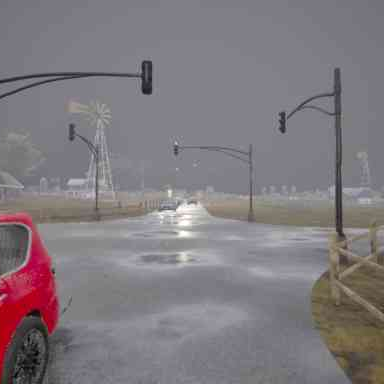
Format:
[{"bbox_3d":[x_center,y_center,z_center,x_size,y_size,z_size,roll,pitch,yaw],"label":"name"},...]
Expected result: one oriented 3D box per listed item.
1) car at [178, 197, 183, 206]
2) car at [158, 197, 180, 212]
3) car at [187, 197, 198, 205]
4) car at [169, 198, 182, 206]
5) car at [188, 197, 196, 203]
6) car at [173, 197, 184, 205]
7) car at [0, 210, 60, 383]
[{"bbox_3d":[-2.879,1.630,48.489,2.128,1.511,4.902,0,0,0],"label":"car"},{"bbox_3d":[-2.877,1.661,39.747,1.994,1.385,4.181,0,0,0],"label":"car"},{"bbox_3d":[0.065,1.737,65.120,1.837,1.490,4.892,0,-1,0],"label":"car"},{"bbox_3d":[-2.865,1.796,58.470,1.895,1.301,4.718,0,0,0],"label":"car"},{"bbox_3d":[-0.040,1.850,77.831,1.812,1.442,4.674,0,0,0],"label":"car"},{"bbox_3d":[-2.790,1.810,69.078,2.033,1.411,5.357,0,0,0],"label":"car"},{"bbox_3d":[-2.809,1.222,2.030,2.150,2.045,5.566,0,0,2],"label":"car"}]
